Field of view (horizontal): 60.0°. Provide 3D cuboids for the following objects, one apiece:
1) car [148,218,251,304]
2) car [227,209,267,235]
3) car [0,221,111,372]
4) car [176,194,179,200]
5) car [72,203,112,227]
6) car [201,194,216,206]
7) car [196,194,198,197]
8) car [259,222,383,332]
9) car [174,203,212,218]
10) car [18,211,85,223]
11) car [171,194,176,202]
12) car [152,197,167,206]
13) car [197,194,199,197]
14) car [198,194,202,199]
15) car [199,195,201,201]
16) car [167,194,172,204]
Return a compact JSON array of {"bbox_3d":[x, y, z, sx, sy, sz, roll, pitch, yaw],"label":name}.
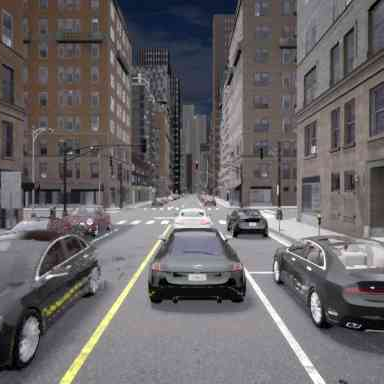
[{"bbox_3d":[0.091,1.564,8.226,1.994,1.385,4.181,0,0,0],"label":"car"},{"bbox_3d":[2.875,1.566,17.762,1.947,1.339,4.313,0,0,0],"label":"car"},{"bbox_3d":[-2.994,1.506,5.763,1.837,1.490,4.892,0,0,0],"label":"car"},{"bbox_3d":[-5.466,1.455,92.735,2.192,1.841,5.009,0,0,0],"label":"car"},{"bbox_3d":[-5.651,1.440,17.772,1.967,1.590,4.097,0,0,0],"label":"car"},{"bbox_3d":[2.949,1.475,54.852,1.967,1.590,4.097,0,0,0],"label":"car"},{"bbox_3d":[3.058,1.456,92.715,2.192,1.841,5.009,0,0,0],"label":"car"},{"bbox_3d":[2.863,1.550,6.759,2.008,1.369,4.403,0,0,0],"label":"car"},{"bbox_3d":[0.053,1.526,16.985,1.812,1.442,4.674,0,0,1],"label":"car"},{"bbox_3d":[-5.657,1.582,12.270,1.802,1.307,4.206,0,0,0],"label":"car"},{"bbox_3d":[-5.497,1.624,81.747,1.752,1.417,4.829,0,0,0],"label":"car"},{"bbox_3d":[-5.575,1.617,54.874,1.802,1.307,4.206,0,0,0],"label":"car"},{"bbox_3d":[3.043,1.559,87.306,1.967,1.590,4.097,0,0,0],"label":"car"},{"bbox_3d":[3.012,1.523,76.488,1.967,1.590,4.097,0,0,0],"label":"car"},{"bbox_3d":[2.981,1.606,65.670,2.008,1.369,4.403,0,0,0],"label":"car"},{"bbox_3d":[-5.543,1.605,65.691,2.008,1.369,4.403,0,0,0],"label":"car"}]
